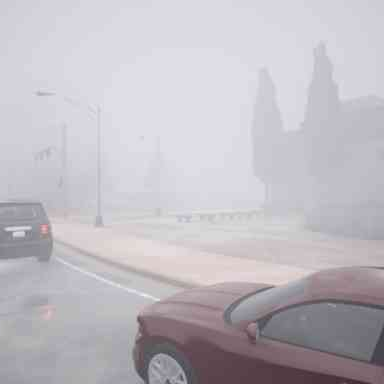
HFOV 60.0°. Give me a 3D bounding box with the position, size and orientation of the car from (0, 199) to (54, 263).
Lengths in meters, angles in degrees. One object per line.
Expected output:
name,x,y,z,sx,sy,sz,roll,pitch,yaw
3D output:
car,-6.425,1.244,11.284,2.150,2.045,5.566,0,0,-38

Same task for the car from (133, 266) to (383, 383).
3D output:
car,1.604,1.479,3.078,5.008,1.535,1.882,0,0,36
